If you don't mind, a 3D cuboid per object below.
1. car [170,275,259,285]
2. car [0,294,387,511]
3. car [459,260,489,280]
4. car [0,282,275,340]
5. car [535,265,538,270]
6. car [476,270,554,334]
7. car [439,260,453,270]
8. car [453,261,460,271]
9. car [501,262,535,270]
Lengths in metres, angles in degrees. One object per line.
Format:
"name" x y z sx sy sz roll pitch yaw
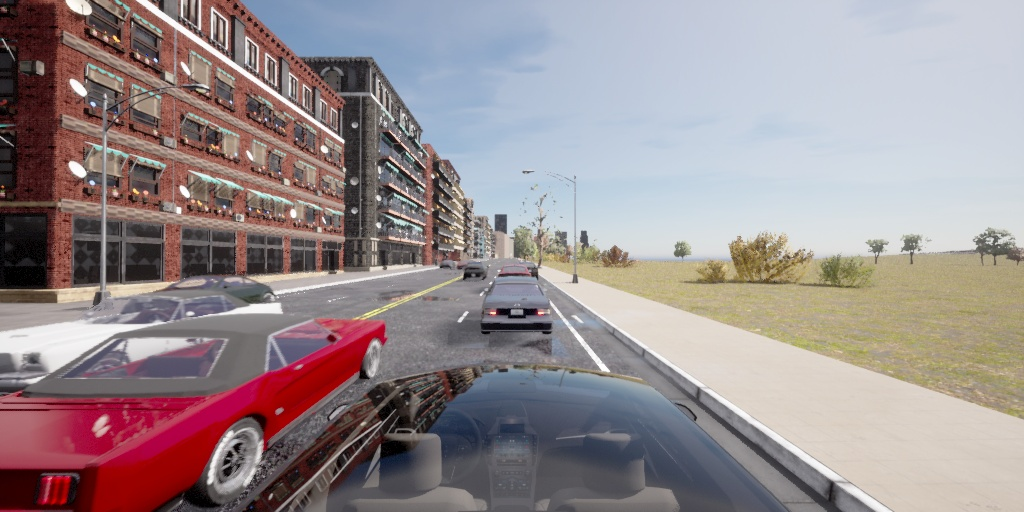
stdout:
"car" -9.830 1.316 11.694 1.994 1.385 4.181 0 0 0
"car" -3.149 1.351 4.304 1.895 1.301 4.718 0 0 0
"car" -3.087 1.259 31.120 1.837 1.490 4.892 0 0 0
"car" -6.591 1.352 6.558 1.895 1.301 4.718 0 0 0
"car" 1.200 1.232 30.517 1.882 1.535 5.008 0 0 0
"car" 0.118 1.299 10.540 2.033 1.411 5.357 0 0 0
"car" -9.729 1.300 54.482 2.033 1.411 5.357 0 0 0
"car" -6.492 1.231 49.831 1.882 1.535 5.008 0 0 0
"car" 0.144 1.231 21.079 1.882 1.535 5.008 0 0 0
